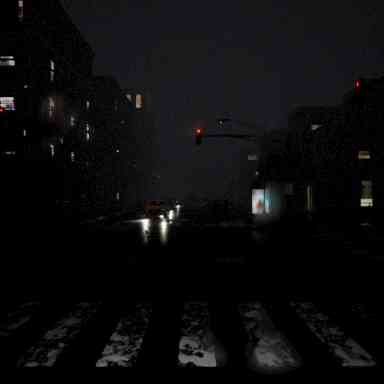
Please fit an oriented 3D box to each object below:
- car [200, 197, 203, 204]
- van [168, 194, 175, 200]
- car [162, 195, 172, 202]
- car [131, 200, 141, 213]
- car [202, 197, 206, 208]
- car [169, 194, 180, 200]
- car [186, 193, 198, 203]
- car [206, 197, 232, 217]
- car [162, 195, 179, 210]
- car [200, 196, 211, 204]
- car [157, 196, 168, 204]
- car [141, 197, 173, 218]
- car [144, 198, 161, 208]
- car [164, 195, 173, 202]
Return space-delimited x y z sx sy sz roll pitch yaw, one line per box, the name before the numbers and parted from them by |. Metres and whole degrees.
car | 2.629 1.571 48.875 2.008 1.369 4.403 0 0 0
van | -5.806 1.430 94.426 1.690 1.788 3.998 -1 0 0
car | -5.786 1.497 77.335 1.967 1.590 4.097 0 0 0
car | -5.738 1.561 37.459 2.008 1.369 4.403 0 0 0
car | 2.636 1.597 43.178 1.802 1.307 4.206 0 0 0
car | -3.135 1.534 56.644 1.837 1.490 4.892 0 0 0
car | 0.010 1.269 70.594 2.150 2.045 5.566 0 0 0
car | 2.648 1.446 31.784 1.967 1.590 4.097 0 0 0
car | -3.146 1.506 42.074 2.128 1.511 4.902 0 0 0
car | 2.610 1.591 65.965 2.008 1.369 4.403 -1 0 0
car | -5.771 1.565 65.773 1.752 1.417 4.829 0 0 0
car | -3.126 1.483 30.789 1.882 1.535 5.008 0 0 1
car | -5.751 1.571 48.853 2.008 1.369 4.403 0 0 0
car | -5.791 1.592 82.862 1.752 1.417 4.829 -1 0 0
